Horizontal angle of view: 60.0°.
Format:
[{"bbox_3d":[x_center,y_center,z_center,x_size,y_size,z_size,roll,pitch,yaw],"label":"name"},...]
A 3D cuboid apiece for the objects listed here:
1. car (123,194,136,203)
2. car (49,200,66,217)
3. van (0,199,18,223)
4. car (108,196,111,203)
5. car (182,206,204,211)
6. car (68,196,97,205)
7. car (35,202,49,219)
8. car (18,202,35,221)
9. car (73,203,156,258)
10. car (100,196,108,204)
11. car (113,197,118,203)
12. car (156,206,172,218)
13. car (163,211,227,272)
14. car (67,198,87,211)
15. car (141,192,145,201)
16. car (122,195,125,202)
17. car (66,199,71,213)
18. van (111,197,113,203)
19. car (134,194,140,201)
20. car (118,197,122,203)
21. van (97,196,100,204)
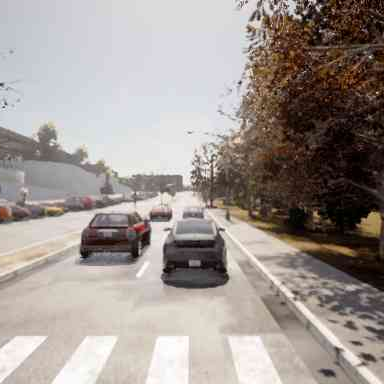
[{"bbox_3d":[-16.821,1.925,80.406,4.792,1.488,2.163,-1,0,-20],"label":"car"},{"bbox_3d":[-16.700,1.889,35.614,5.366,1.575,1.946,-1,-1,-20],"label":"car"},{"bbox_3d":[-16.773,1.597,26.643,4.442,1.987,1.878,-1,-1,-20],"label":"van"},{"bbox_3d":[-16.855,1.920,56.435,4.892,1.521,2.231,-1,0,-20],"label":"car"},{"bbox_3d":[0.093,1.898,28.884,2.033,1.411,5.357,0,-1,0],"label":"car"},{"bbox_3d":[-16.895,1.676,47.470,5.566,2.045,2.435,-1,0,-20],"label":"car"},{"bbox_3d":[-16.901,1.907,32.545,4.792,1.488,2.163,-1,0,-20],"label":"car"},{"bbox_3d":[-16.871,1.891,29.572,4.674,1.452,2.002,-1,0,-20],"label":"car"},{"bbox_3d":[-2.911,1.515,13.637,2.097,1.767,4.553,0,-1,0],"label":"car"},{"bbox_3d":[-16.841,1.670,53.466,5.566,2.045,2.435,-1,0,-20],"label":"car"},{"bbox_3d":[-16.829,1.787,62.409,4.553,1.767,2.185,-1,0,-20],"label":"car"},{"bbox_3d":[-2.905,1.981,32.245,1.895,1.301,4.718,0,0,0],"label":"car"},{"bbox_3d":[0.085,1.637,11.172,1.837,1.490,4.892,0,0,0],"label":"car"},{"bbox_3d":[-16.864,1.963,44.498,4.674,1.452,2.002,-1,0,-20],"label":"car"},{"bbox_3d":[-16.817,1.618,92.421,5.566,2.045,2.435,-1,0,-20],"label":"car"},{"bbox_3d":[-16.828,1.937,68.400,4.792,1.488,2.163,-1,0,-20],"label":"car"},{"bbox_3d":[-16.843,1.939,38.541,4.792,1.488,2.163,-1,-1,-20],"label":"car"},{"bbox_3d":[-16.970,1.692,59.374,4.442,1.987,1.878,-1,0,-20],"label":"van"},{"bbox_3d":[-17.015,1.887,86.330,5.366,1.575,1.946,-1,0,-20],"label":"car"},{"bbox_3d":[-16.851,1.950,65.382,4.674,1.452,2.002,-1,0,-20],"label":"car"},{"bbox_3d":[-16.759,1.697,50.513,4.442,1.987,1.878,-1,0,-20],"label":"van"}]
